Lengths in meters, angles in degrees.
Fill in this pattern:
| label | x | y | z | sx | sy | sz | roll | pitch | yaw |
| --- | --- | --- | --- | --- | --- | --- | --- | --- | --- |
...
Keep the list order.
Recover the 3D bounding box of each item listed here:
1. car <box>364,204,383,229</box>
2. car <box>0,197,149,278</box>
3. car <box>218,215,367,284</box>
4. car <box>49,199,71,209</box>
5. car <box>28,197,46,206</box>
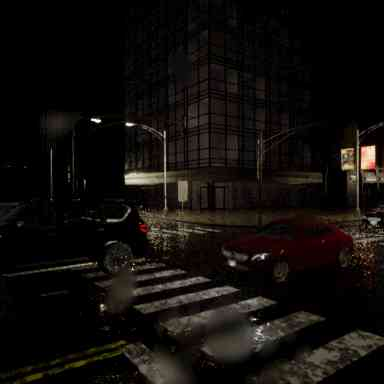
| label | x | y | z | sx | sy | sz | roll | pitch | yaw |
| --- | --- | --- | --- | --- | --- | --- | --- | --- | --- |
| car | 12.339 | 1.492 | 20.358 | 4.902 | 1.511 | 2.128 | 0 | 0 | -35 |
| car | -3.860 | 1.221 | 8.903 | 5.566 | 2.045 | 2.150 | 0 | 0 | -35 |
| car | 2.913 | 1.524 | 9.715 | 4.674 | 1.442 | 1.812 | 0 | 0 | -35 |
| car | -18.697 | 1.690 | 47.012 | 1.895 | 1.301 | 4.718 | 0 | 0 | -35 |
| car | -28.697 | 1.689 | 61.443 | 2.033 | 1.411 | 5.357 | 0 | 0 | -36 |
